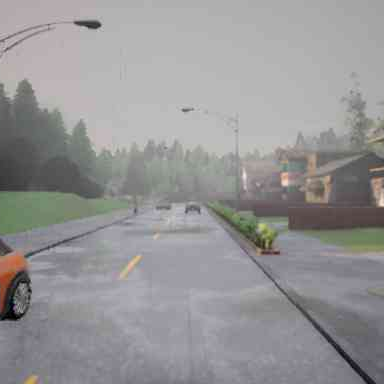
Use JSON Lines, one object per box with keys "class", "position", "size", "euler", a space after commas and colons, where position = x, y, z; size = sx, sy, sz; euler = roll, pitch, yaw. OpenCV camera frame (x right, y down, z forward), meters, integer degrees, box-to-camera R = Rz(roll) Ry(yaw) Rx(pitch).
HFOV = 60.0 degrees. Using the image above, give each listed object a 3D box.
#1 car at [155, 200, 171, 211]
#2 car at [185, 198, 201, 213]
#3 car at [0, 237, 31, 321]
{"class": "car", "position": [-4.043, 1.917, 47.640], "size": [1.837, 1.490, 4.892], "euler": [0, 0, 0]}
{"class": "car", "position": [0.125, 1.895, 42.697], "size": [1.812, 1.442, 4.674], "euler": [0, 0, 0]}
{"class": "car", "position": [-4.097, 1.390, 4.395], "size": [2.097, 1.767, 4.553], "euler": [0, 0, 0]}
